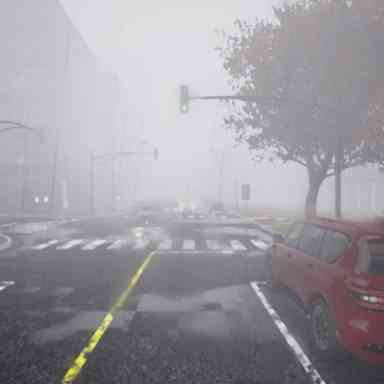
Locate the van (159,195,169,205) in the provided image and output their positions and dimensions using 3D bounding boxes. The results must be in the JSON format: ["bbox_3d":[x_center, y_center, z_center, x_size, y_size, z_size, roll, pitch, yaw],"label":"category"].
[{"bbox_3d":[-5.577,1.594,65.966,1.690,1.788,3.998,0,0,0],"label":"van"}]

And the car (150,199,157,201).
[{"bbox_3d":[-5.624,1.685,38.301,2.008,1.369,4.403,0,0,0],"label":"car"}]

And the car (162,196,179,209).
[{"bbox_3d":[-2.918,1.746,49.105,1.994,1.385,4.181,0,0,0],"label":"car"}]

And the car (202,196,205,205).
[{"bbox_3d":[2.775,1.706,49.523,1.752,1.417,4.829,0,0,0],"label":"car"}]

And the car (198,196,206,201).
[{"bbox_3d":[2.850,1.935,93.613,2.008,1.369,4.403,0,0,0],"label":"car"}]

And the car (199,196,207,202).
[{"bbox_3d":[2.840,1.901,88.081,1.887,1.381,4.507,0,0,0],"label":"car"}]

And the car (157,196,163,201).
[{"bbox_3d":[-5.606,1.730,49.367,2.008,1.369,4.403,0,0,0],"label":"car"}]

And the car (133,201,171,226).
[{"bbox_3d":[-2.962,1.635,24.549,2.033,1.411,5.357,0,0,0],"label":"car"}]

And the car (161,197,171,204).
[{"bbox_3d":[-5.568,1.859,71.497,1.802,1.307,4.206,0,0,0],"label":"car"}]

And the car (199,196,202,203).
[{"bbox_3d":[2.803,1.835,65.949,1.802,1.307,4.206,0,0,0],"label":"car"}]

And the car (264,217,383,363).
[{"bbox_3d":[2.702,1.334,5.900,2.192,1.841,5.009,0,0,0],"label":"car"}]

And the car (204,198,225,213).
[{"bbox_3d":[2.756,1.679,38.287,1.887,1.381,4.507,0,0,0],"label":"car"}]

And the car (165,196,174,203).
[{"bbox_3d":[-5.549,1.769,82.563,1.967,1.590,4.097,0,0,0],"label":"car"}]
